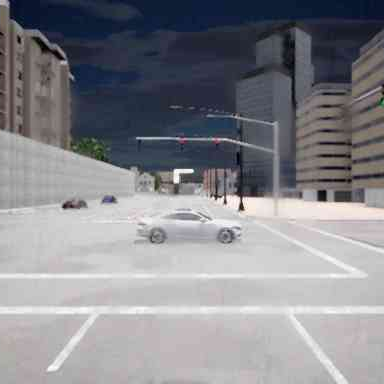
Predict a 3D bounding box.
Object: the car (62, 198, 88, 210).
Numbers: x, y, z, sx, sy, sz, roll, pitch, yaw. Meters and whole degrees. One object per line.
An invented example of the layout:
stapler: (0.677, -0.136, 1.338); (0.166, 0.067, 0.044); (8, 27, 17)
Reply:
car: (-14.053, 1.405, 40.000); (1.994, 1.385, 4.181); (0, 0, 0)

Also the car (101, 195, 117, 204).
car: (-14.006, 1.301, 56.448); (1.812, 1.442, 4.674); (0, 0, 0)

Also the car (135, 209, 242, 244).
car: (-0.139, 1.490, 14.753); (4.674, 1.442, 1.812); (0, 0, 0)
